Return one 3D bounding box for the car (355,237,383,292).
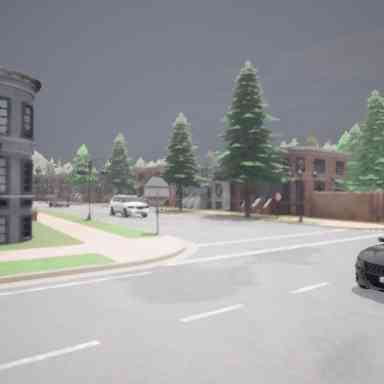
[{"bbox_3d":[6.039,1.580,8.301,5.008,1.535,1.882,1,0,-36],"label":"car"}]

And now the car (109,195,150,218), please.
[{"bbox_3d":[-6.007,1.323,31.408,2.150,2.045,5.566,1,0,-34],"label":"car"}]

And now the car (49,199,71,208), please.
[{"bbox_3d":[-20.029,1.699,50.476,1.895,1.301,4.718,1,0,-40],"label":"car"}]
